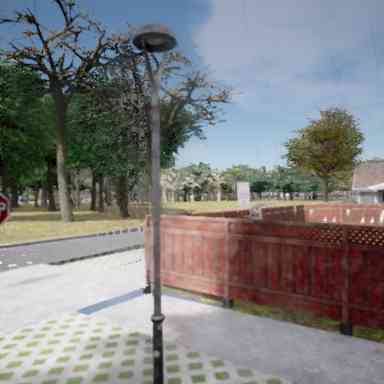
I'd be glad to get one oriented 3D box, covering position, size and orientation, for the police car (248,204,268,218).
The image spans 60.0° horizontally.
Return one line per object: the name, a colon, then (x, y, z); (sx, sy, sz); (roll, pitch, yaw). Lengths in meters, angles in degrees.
police car: (7.955, 2.240, 39.670); (2.038, 1.542, 4.974); (-3, -2, 34)
